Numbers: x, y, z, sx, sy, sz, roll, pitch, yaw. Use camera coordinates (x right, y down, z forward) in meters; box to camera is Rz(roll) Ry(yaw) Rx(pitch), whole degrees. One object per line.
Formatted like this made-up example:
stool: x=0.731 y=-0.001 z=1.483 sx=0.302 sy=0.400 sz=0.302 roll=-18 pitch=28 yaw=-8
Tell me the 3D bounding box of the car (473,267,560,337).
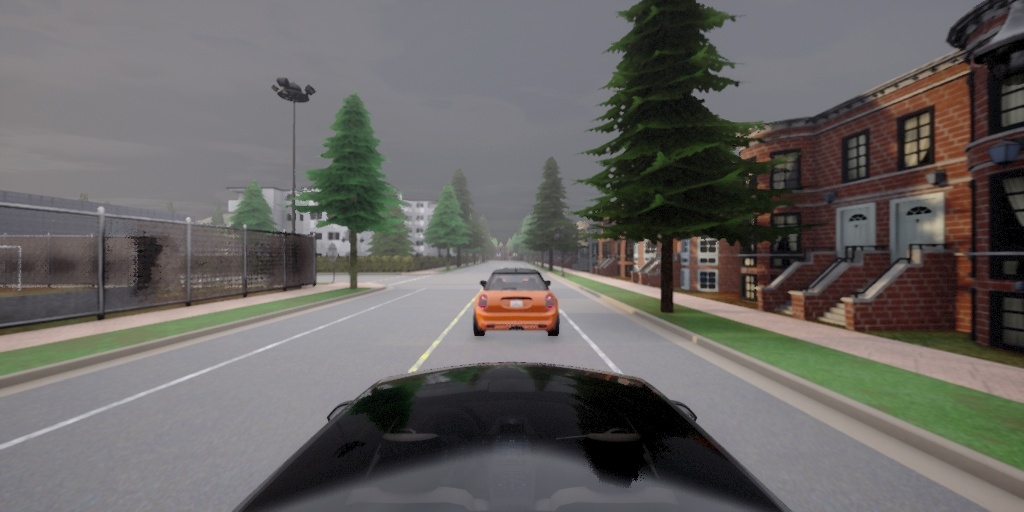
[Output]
car: x=0.099 y=1.117 z=10.459 sx=2.097 sy=1.767 sz=4.553 roll=0 pitch=0 yaw=0
